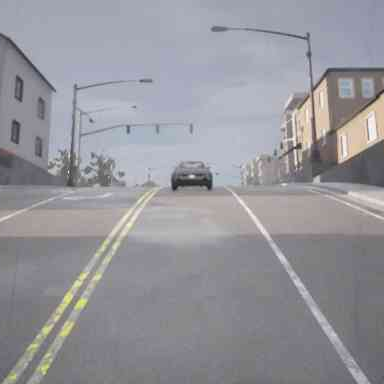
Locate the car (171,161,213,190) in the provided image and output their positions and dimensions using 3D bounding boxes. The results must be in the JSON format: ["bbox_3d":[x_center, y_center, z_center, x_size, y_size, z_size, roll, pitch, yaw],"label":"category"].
[{"bbox_3d":[0.004,-0.872,16.990,1.994,1.385,4.181,0,4,0],"label":"car"}]
